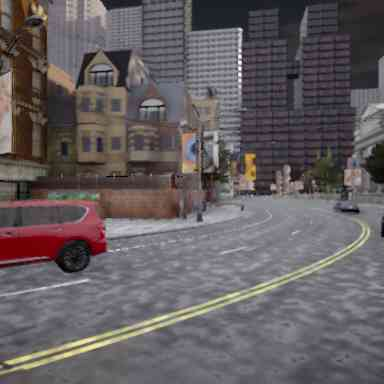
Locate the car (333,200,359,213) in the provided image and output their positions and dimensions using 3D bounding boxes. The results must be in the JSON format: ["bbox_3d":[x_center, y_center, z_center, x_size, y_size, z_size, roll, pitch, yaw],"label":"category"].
[{"bbox_3d":[17.810,1.661,38.541,1.994,1.385,4.181,0,0,11],"label":"car"}]

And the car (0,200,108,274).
[{"bbox_3d":[-5.095,1.257,9.107,5.566,2.045,2.150,0,0,-40],"label":"car"}]

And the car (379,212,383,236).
[{"bbox_3d":[11.342,1.520,18.063,1.882,1.535,5.008,0,0,30],"label":"car"}]
